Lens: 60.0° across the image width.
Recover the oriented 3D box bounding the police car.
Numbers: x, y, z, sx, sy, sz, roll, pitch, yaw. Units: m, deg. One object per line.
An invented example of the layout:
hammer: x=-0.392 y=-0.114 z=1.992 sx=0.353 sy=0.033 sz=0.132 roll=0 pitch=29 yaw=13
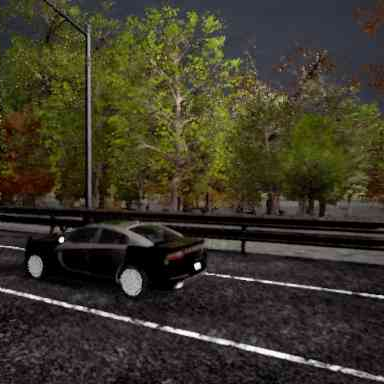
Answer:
police car: x=-2.143 y=1.392 z=8.386 sx=5.238 sy=1.638 sz=1.930 roll=0 pitch=0 yaw=29
